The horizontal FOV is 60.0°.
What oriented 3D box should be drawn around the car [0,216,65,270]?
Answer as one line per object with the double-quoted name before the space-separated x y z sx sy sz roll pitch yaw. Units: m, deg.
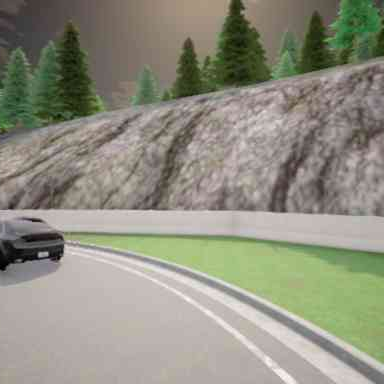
"car" -6.181 1.608 11.513 4.892 1.490 1.837 0 -1 43
